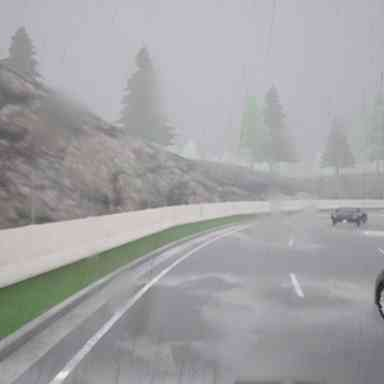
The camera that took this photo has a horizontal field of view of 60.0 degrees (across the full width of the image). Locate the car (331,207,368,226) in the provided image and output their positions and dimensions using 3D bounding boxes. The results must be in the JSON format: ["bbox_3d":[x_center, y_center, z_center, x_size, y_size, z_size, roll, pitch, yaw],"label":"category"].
[{"bbox_3d":[11.847,1.743,24.864,1.895,1.301,4.718,0,0,34],"label":"car"}]

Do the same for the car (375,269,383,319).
[{"bbox_3d":[4.123,1.549,4.214,1.837,1.490,4.892,0,0,6],"label":"car"}]
